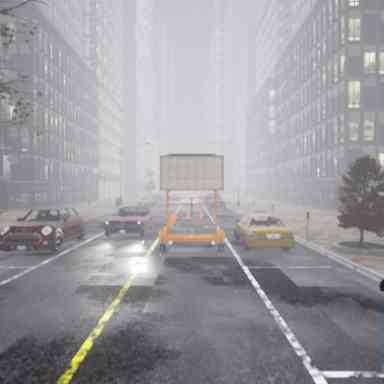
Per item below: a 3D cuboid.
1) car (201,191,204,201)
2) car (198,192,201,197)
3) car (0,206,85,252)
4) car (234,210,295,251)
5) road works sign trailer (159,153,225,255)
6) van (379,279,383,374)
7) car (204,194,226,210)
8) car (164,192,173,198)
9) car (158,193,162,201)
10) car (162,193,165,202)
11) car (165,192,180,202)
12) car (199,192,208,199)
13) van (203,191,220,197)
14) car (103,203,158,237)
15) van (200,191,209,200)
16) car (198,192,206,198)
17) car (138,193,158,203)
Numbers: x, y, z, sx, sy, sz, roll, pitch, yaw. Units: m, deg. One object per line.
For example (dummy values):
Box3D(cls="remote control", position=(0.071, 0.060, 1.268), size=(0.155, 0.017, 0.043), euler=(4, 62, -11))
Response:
Box3D(cls="car", position=(2.658, 0.988, 47.235), size=(1.967, 1.590, 4.097), euler=(0, 1, 0))
Box3D(cls="car", position=(2.648, 0.963, 64.311), size=(1.802, 1.307, 4.206), euler=(0, 1, 0))
Box3D(cls="car", position=(-5.703, 1.316, 13.094), size=(1.967, 1.590, 4.097), euler=(0, 1, 0))
Box3D(cls="car", position=(2.678, 1.399, 13.255), size=(1.752, 1.417, 4.829), euler=(0, 1, 0))
Box3D(cls="road works sign trailer", position=(-0.009, 0.344, 12.652), size=(2.380, 3.560, 2.880), euler=(0, 1, 0))
Box3D(cls="van", position=(2.684, 1.324, 1.698), size=(1.690, 1.788, 3.998), euler=(0, 1, 0))
Box3D(cls="car", position=(2.665, 1.224, 35.851), size=(1.947, 1.339, 4.313), euler=(0, 1, 0))
Box3D(cls="car", position=(-5.742, 0.777, 81.395), size=(1.947, 1.339, 4.313), euler=(0, 1, 0))
Box3D(cls="car", position=(-5.722, 1.130, 47.246), size=(1.802, 1.307, 4.206), euler=(0, 1, 0))
Box3D(cls="car", position=(-5.730, 0.878, 58.628), size=(1.967, 1.590, 4.097), euler=(0, 1, 0))
Box3D(cls="car", position=(-3.093, 0.984, 58.721), size=(2.033, 1.411, 5.357), euler=(0, 1, 1))
Box3D(cls="car", position=(2.642, 0.813, 75.695), size=(1.887, 1.381, 4.507), euler=(0, 1, 0))
Box3D(cls="van", position=(2.660, 0.944, 41.541), size=(1.690, 1.788, 3.998), euler=(0, 1, 0))
Box3D(cls="car", position=(-3.111, 1.438, 17.135), size=(1.895, 1.301, 4.718), euler=(0, 1, 0))
Box3D(cls="van", position=(2.644, 0.666, 70.001), size=(1.690, 1.788, 3.998), euler=(0, 1, 0))
Box3D(cls="car", position=(2.635, 0.704, 87.079), size=(2.008, 1.369, 4.403), euler=(0, 1, 0))
Box3D(cls="car", position=(-5.719, 1.130, 41.383), size=(1.752, 1.417, 4.829), euler=(0, 1, 0))
